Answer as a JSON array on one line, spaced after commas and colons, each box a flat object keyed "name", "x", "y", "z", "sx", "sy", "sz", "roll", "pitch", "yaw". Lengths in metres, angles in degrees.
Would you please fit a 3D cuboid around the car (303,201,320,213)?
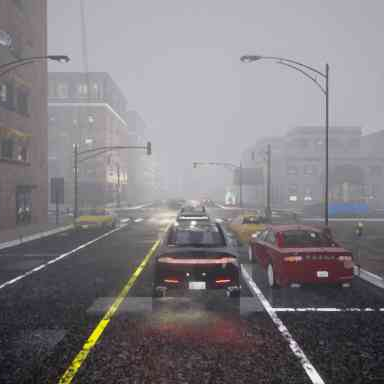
[{"name": "car", "x": 14.585, "y": 1.599, "z": 37.005, "sx": 4.181, "sy": 1.385, "sz": 1.994, "roll": 0, "pitch": 0, "yaw": -1}]

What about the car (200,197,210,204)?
[{"name": "car", "x": 2.548, "y": 1.623, "z": 64.289, "sx": 1.802, "sy": 1.307, "sz": 4.206, "roll": 0, "pitch": 0, "yaw": 0}]

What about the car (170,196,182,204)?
[{"name": "car", "x": -3.160, "y": 1.539, "z": 67.465, "sx": 2.128, "sy": 1.511, "sz": 4.902, "roll": 0, "pitch": 0, "yaw": 0}]

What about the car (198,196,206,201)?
[{"name": "car", "x": 2.499, "y": 1.629, "z": 87.076, "sx": 2.008, "sy": 1.369, "sz": 4.403, "roll": -1, "pitch": 0, "yaw": 0}]

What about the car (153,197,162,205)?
[{"name": "car", "x": -5.821, "y": 1.584, "z": 58.562, "sx": 2.008, "sy": 1.369, "sz": 4.403, "roll": 0, "pitch": 0, "yaw": 0}]

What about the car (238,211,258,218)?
[{"name": "car", "x": 2.653, "y": 1.527, "z": 14.897, "sx": 1.752, "sy": 1.417, "sz": 4.829, "roll": 0, "pitch": 0, "yaw": 0}]

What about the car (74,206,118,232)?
[{"name": "car", "x": -5.739, "y": 1.529, "z": 20.240, "sx": 1.752, "sy": 1.417, "sz": 4.829, "roll": 0, "pitch": 0, "yaw": 0}]

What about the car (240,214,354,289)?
[{"name": "car", "x": 2.666, "y": 1.545, "z": 9.030, "sx": 1.887, "sy": 1.381, "sz": 4.507, "roll": 0, "pitch": 0, "yaw": 0}]

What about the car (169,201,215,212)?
[{"name": "car", "x": 0.061, "y": 1.494, "z": 18.855, "sx": 2.128, "sy": 1.511, "sz": 4.902, "roll": 0, "pitch": 0, "yaw": 0}]

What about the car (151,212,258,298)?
[{"name": "car", "x": 0.084, "y": 1.491, "z": 8.486, "sx": 2.128, "sy": 1.511, "sz": 4.902, "roll": 0, "pitch": 0, "yaw": 0}]

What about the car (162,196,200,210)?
[{"name": "car", "x": -1.455, "y": 1.529, "z": 39.704, "sx": 2.033, "sy": 1.411, "sz": 5.357, "roll": 0, "pitch": 0, "yaw": -25}]

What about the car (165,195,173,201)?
[{"name": "car", "x": -5.882, "y": 1.604, "z": 86.875, "sx": 1.752, "sy": 1.417, "sz": 4.829, "roll": 0, "pitch": 0, "yaw": 0}]

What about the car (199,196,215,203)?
[{"name": "car", "x": 2.571, "y": 1.466, "z": 52.895, "sx": 1.967, "sy": 1.590, "sz": 4.097, "roll": 0, "pitch": 0, "yaw": 0}]

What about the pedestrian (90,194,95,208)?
[{"name": "pedestrian", "x": -12.721, "y": 1.083, "z": 42.276, "sx": 0.375, "sy": 1.860, "sz": 0.375, "roll": 0, "pitch": 0, "yaw": -1}]

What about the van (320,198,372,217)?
[{"name": "van", "x": 14.591, "y": 1.416, "z": 31.215, "sx": 3.998, "sy": 1.788, "sz": 1.690, "roll": 0, "pitch": 0, "yaw": -1}]

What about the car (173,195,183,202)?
[{"name": "car", "x": -3.166, "y": 1.585, "z": 77.785, "sx": 2.128, "sy": 1.511, "sz": 4.902, "roll": 0, "pitch": 0, "yaw": 0}]

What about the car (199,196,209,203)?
[{"name": "car", "x": 2.535, "y": 1.601, "z": 69.986, "sx": 2.008, "sy": 1.369, "sz": 4.403, "roll": 0, "pitch": 0, "yaw": 0}]

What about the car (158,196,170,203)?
[{"name": "car", "x": -5.845, "y": 1.600, "z": 69.956, "sx": 2.008, "sy": 1.369, "sz": 4.403, "roll": 0, "pitch": 0, "yaw": 0}]
